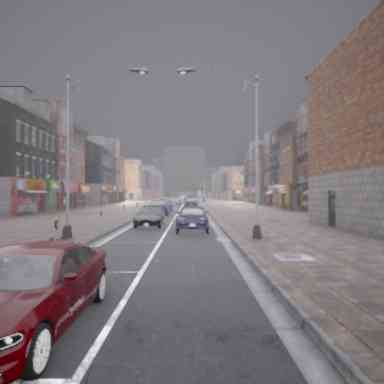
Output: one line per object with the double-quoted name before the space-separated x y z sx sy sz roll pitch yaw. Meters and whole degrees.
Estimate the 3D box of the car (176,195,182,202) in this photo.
"car" -2.877 1.664 54.947 2.008 1.369 4.403 0 0 0

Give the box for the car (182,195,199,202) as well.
"car" -0.103 1.551 45.280 1.882 1.535 5.008 0 0 0

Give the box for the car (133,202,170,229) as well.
"car" -2.726 1.583 21.983 1.947 1.339 4.313 0 0 0

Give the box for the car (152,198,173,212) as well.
"car" -3.159 1.516 32.691 1.882 1.535 5.008 0 0 0

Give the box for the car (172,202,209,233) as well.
"car" 0.016 1.537 19.517 1.812 1.442 4.674 0 0 0

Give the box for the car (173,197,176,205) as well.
"car" -3.196 1.562 39.692 1.837 1.490 4.892 0 0 0

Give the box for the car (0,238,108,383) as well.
"car" -2.650 1.547 5.503 1.887 1.381 4.507 1 0 0
